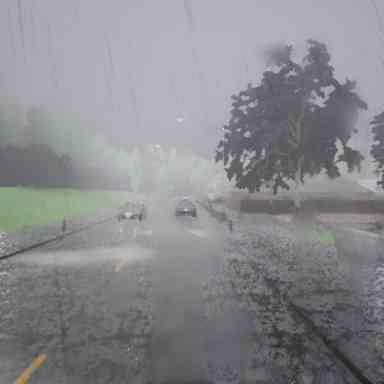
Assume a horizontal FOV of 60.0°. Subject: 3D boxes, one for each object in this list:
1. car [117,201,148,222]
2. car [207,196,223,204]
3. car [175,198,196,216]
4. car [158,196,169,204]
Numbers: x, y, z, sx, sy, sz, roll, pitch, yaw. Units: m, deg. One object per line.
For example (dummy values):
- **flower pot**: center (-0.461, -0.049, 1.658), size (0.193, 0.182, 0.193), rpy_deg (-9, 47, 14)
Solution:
- **car**: center (-4.647, 1.482, 26.452), size (2.128, 1.511, 4.902), rpy_deg (0, 0, -1)
- **car**: center (4.923, 1.512, 62.115), size (5.357, 1.415, 2.033), rpy_deg (0, 0, -41)
- **car**: center (-0.619, 1.578, 32.683), size (1.994, 1.385, 4.181), rpy_deg (0, 0, -1)
- **car**: center (-5.416, 1.492, 63.010), size (1.882, 1.535, 5.008), rpy_deg (0, 1, -1)
